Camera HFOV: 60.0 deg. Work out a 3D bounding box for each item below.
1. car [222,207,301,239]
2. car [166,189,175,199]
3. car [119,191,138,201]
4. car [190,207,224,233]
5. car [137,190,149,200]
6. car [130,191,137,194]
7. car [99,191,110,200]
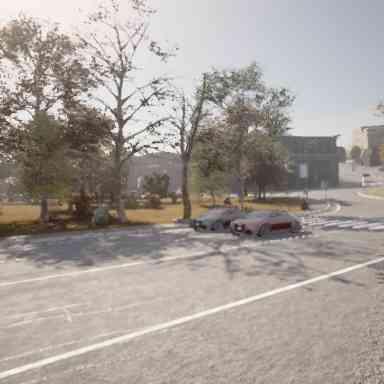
[{"bbox_3d":[3.952,1.607,17.816,4.181,1.385,1.994,-1,0,-38],"label":"car"},{"bbox_3d":[-3.962,0.413,65.855,2.435,2.045,5.566,-3,1,14],"label":"car"},{"bbox_3d":[-13.743,0.870,72.597,2.185,1.767,4.553,-2,2,15],"label":"car"},{"bbox_3d":[1.899,1.662,20.653,4.181,1.385,1.994,-1,0,-38],"label":"car"},{"bbox_3d":[-8.894,0.853,68.995,1.946,1.575,5.366,-2,2,14],"label":"car"},{"bbox_3d":[-11.314,0.677,70.893,2.435,2.045,5.566,-3,1,15],"label":"car"},{"bbox_3d":[-18.619,0.851,75.964,2.435,2.045,5.566,-2,2,15],"label":"car"}]
